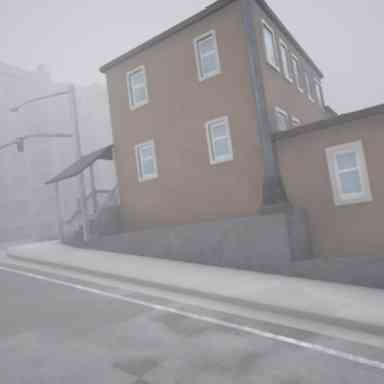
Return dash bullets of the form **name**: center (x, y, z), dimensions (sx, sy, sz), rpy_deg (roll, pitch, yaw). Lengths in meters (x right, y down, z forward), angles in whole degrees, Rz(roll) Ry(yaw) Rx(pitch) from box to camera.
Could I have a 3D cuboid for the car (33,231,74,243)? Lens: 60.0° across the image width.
- **car**: center (-11.183, 4.162, 28.671), dimensions (1.837, 1.490, 4.892), rpy_deg (-11, -11, 35)
